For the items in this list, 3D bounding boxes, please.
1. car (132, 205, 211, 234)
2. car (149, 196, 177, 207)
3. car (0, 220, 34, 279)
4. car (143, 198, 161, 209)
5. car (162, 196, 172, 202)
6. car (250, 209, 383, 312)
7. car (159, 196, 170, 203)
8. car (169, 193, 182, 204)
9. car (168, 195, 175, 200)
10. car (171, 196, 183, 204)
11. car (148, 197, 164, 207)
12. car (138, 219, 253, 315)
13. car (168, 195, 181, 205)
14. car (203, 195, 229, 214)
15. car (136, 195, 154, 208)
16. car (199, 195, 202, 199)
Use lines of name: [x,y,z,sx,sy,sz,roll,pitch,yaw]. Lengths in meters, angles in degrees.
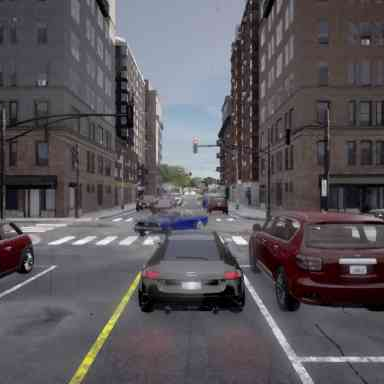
car: [-1.041,1.600,17.692,1.895,1.301,4.718,0,0,31]
car: [-2.894,1.476,33.729,1.882,1.535,5.008,0,0,0]
car: [-5.397,1.440,7.642,1.967,1.590,4.097,0,0,0]
car: [-5.482,1.564,45.705,1.947,1.339,4.313,0,0,0]
car: [-5.511,1.540,73.223,1.887,1.381,4.507,0,0,0]
car: [2.628,1.315,7.654,2.192,1.841,5.009,0,0,0]
car: [-5.505,1.540,67.720,1.887,1.381,4.507,0,0,0]
car: [-2.845,1.218,53.163,2.150,2.045,5.566,0,0,1]
car: [-5.528,1.575,89.735,1.802,1.307,4.206,0,0,0]
car: [-2.849,1.560,63.222,1.994,1.385,4.181,0,0,1]
car: [-5.488,1.548,51.209,2.008,1.369,4.403,0,0,0]
car: [0.014,1.564,7.677,1.994,1.385,4.181,0,0,1]
car: [-2.891,1.489,43.284,2.128,1.511,4.902,0,0,0]
car: [2.651,1.314,34.710,2.192,1.841,5.009,0,0,0]
car: [-5.476,1.313,40.201,2.192,1.841,5.009,0,0,0]
car: [2.614,1.312,51.222,2.192,1.841,5.009,0,0,0]
